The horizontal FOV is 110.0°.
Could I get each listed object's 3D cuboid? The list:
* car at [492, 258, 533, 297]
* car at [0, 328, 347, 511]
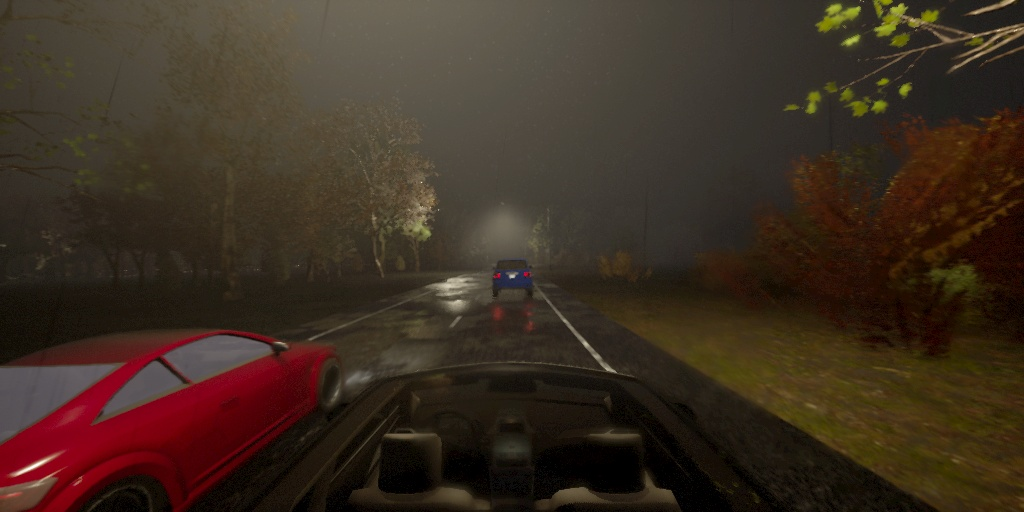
[{"bbox_3d":[0.029,1.145,20.717,2.150,2.045,5.566,-1,-1,0],"label":"car"},{"bbox_3d":[-3.416,1.410,3.587,1.994,1.385,4.181,-1,-1,-1],"label":"car"}]
